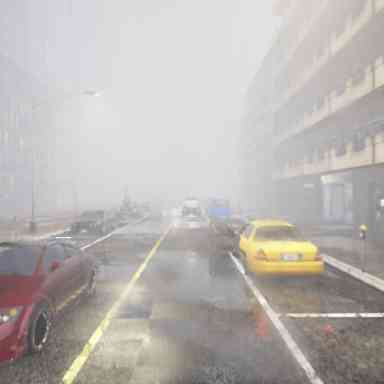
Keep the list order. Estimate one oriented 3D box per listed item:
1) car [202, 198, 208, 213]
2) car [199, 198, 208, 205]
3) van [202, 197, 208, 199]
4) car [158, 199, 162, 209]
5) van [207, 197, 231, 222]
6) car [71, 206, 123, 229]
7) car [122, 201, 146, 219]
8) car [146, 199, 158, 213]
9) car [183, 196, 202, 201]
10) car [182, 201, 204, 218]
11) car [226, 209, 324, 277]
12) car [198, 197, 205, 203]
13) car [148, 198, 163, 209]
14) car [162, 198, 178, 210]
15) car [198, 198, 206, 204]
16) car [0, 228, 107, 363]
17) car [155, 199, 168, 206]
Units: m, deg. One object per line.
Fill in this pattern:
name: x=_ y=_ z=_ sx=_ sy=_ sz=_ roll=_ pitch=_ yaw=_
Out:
car: x=2.595 y=1.832 z=41.983 sx=1.887 sy=1.381 sz=4.507 roll=0 pitch=0 yaw=0
car: x=2.519 y=2.105 z=75.119 sx=1.947 sy=1.339 sz=4.313 roll=0 pitch=0 yaw=0
van: x=2.581 y=1.670 z=47.507 sx=1.690 sy=1.788 sz=3.998 roll=0 pitch=0 yaw=0
car: x=-5.799 y=1.880 z=47.487 sx=2.008 sy=1.369 sz=4.403 roll=0 pitch=0 yaw=0
van: x=2.619 y=1.548 z=30.939 sx=1.690 sy=1.788 sz=3.998 roll=0 pitch=0 yaw=0
car: x=-5.736 y=1.697 z=19.873 sx=1.947 sy=1.339 sz=4.313 roll=0 pitch=0 yaw=0
car: x=-5.761 y=1.647 z=30.921 sx=1.967 sy=1.590 sz=4.097 roll=0 pitch=0 yaw=0
car: x=-5.786 y=1.839 z=41.964 sx=2.008 sy=1.369 sz=4.403 roll=0 pitch=0 yaw=0
car: x=-0.068 y=1.534 z=45.117 sx=2.150 sy=2.045 sz=5.566 roll=0 pitch=0 yaw=0
car: x=-0.021 y=1.825 z=33.349 sx=1.895 sy=1.301 sz=4.718 roll=0 pitch=0 yaw=0
car: x=2.329 y=1.524 z=10.413 sx=1.801 sy=1.575 sz=5.366 roll=0 pitch=0 yaw=0
car: x=2.492 y=2.157 z=86.335 sx=1.752 sy=1.417 sz=4.829 roll=0 pitch=0 yaw=0
car: x=-5.812 y=1.810 z=53.011 sx=1.967 sy=1.590 sz=4.097 roll=0 pitch=0 yaw=0
car: x=-3.109 y=2.010 z=49.347 sx=1.895 sy=1.301 sz=4.718 roll=0 pitch=0 yaw=0
car: x=2.506 y=2.111 z=80.811 sx=1.752 sy=1.417 sz=4.829 roll=0 pitch=0 yaw=0
car: x=-3.110 y=1.603 z=5.944 sx=1.994 sy=1.385 sz=4.181 roll=0 pitch=0 yaw=0
car: x=-5.837 y=2.019 z=64.055 sx=1.947 sy=1.339 sz=4.313 roll=0 pitch=0 yaw=0
